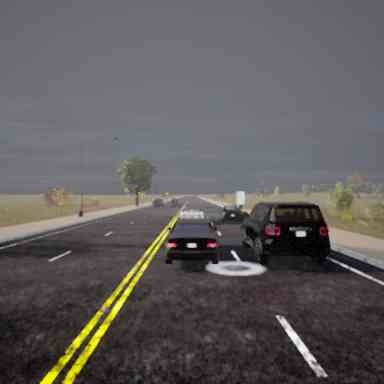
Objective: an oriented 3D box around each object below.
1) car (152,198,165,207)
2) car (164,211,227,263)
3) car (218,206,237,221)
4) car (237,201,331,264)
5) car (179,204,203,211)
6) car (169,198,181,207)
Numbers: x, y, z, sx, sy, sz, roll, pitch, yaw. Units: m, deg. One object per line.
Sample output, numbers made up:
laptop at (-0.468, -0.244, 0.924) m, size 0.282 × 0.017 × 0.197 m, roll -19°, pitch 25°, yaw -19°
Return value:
car at (-6.537, 2.005, 64.750) m, size 2.097 × 1.767 × 4.553 m, roll 0°, pitch -1°, yaw 0°
car at (0.005, 1.678, 12.502) m, size 2.033 × 1.411 × 5.357 m, roll 0°, pitch -1°, yaw 0°
car at (3.263, 1.857, 28.511) m, size 1.994 × 1.385 × 4.181 m, roll 0°, pitch 0°, yaw 0°
car at (3.254, 1.356, 12.571) m, size 2.150 × 2.045 × 5.566 m, roll 0°, pitch 0°, yaw 0°
car at (0.007, 1.891, 28.243) m, size 1.895 × 1.301 × 4.718 m, roll 0°, pitch -1°, yaw 0°
car at (-3.293, 2.005, 64.772) m, size 2.097 × 1.767 × 4.553 m, roll 0°, pitch -1°, yaw 1°
